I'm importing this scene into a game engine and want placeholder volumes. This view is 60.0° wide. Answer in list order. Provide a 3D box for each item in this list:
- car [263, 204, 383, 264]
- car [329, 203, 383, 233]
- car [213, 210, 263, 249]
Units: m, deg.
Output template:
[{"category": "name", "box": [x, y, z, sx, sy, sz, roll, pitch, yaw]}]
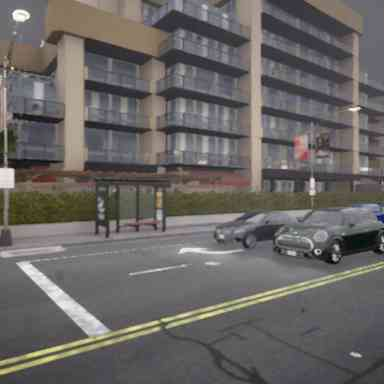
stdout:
[{"category": "car", "box": [5.003, 1.360, 11.926, 4.553, 1.767, 2.097, 0, 0, -36]}, {"category": "car", "box": [10.637, 1.488, 20.320, 5.008, 1.535, 1.882, 0, 0, -36]}, {"category": "car", "box": [3.093, 1.539, 14.867, 4.674, 1.442, 1.812, 0, 0, -36]}]
